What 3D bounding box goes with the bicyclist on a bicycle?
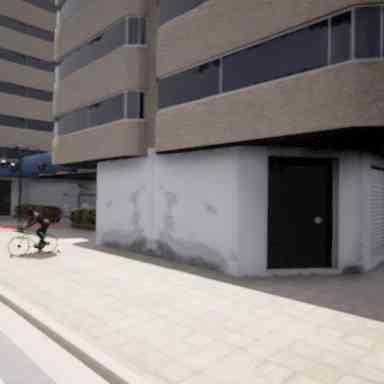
[{"bbox_3d":[-5.405,1.355,11.402,0.582,1.620,1.656,0,-1,45],"label":"bicyclist on a bicycle"}]
